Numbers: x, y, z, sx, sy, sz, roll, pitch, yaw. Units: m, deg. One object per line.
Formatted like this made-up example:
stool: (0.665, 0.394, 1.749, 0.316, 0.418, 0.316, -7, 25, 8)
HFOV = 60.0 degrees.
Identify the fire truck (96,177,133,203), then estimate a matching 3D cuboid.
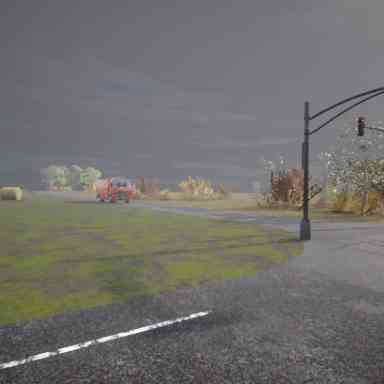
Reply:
fire truck: (-11.823, -0.356, 49.989, 2.891, 3.827, 8.468, 1, 0, -32)
